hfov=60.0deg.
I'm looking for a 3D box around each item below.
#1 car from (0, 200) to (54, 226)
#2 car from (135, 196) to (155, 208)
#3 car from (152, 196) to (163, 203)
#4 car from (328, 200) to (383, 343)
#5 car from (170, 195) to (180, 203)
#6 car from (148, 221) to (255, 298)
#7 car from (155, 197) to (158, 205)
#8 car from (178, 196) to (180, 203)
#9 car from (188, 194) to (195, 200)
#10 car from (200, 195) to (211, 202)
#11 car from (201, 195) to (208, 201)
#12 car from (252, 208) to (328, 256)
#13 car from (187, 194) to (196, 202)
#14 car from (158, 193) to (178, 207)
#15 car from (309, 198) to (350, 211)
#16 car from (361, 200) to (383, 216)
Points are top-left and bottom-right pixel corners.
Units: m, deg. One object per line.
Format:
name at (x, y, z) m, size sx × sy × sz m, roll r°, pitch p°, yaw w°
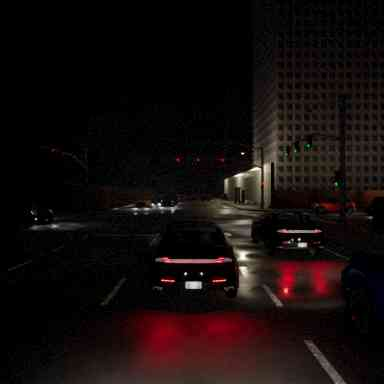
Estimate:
car at (-12.188, 1.393, 23.757) m, size 4.553 × 1.767 × 2.097 m, roll 0°, pitch 0°, yaw 18°
car at (-7.163, 1.478, 49.282) m, size 1.882 × 1.535 × 5.008 m, roll 0°, pitch 0°, yaw 0°
car at (-7.101, 1.601, 68.767) m, size 1.895 × 1.301 × 4.718 m, roll 0°, pitch 0°, yaw 0°
car at (3.595, 1.221, 3.283) m, size 2.150 × 2.045 × 5.566 m, roll 0°, pitch 0°, yaw 0°
car at (-3.604, 1.478, 71.135) m, size 1.882 × 1.535 × 5.008 m, roll 0°, pitch 0°, yaw 0°
car at (0.044, 1.492, 8.510) m, size 2.128 × 1.511 × 4.902 m, roll 0°, pitch 0°, yaw 0°
car at (-7.166, 1.478, 58.604) m, size 1.882 × 1.535 × 5.008 m, roll 0°, pitch 0°, yaw 0°
car at (-3.651, 1.221, 60.987) m, size 2.150 × 2.045 × 5.566 m, roll 0°, pitch 0°, yaw 0°
car at (-0.130, 1.328, 89.033) m, size 1.837 × 1.490 × 4.892 m, roll 0°, pitch 0°, yaw 0°
car at (3.385, 1.524, 78.828) m, size 1.812 × 1.442 × 4.674 m, roll 0°, pitch 0°, yaw 0°
car at (3.370, 1.500, 89.134) m, size 1.837 × 1.490 × 4.892 m, roll 0°, pitch 0°, yaw 0°
car at (3.562, 1.492, 13.128) m, size 2.128 × 1.511 × 4.902 m, roll 0°, pitch 0°, yaw 0°
car at (-0.115, 1.347, 78.781) m, size 2.097 × 1.767 × 4.553 m, roll 0°, pitch 0°, yaw 0°
car at (-3.661, 1.352, 51.398) m, size 2.097 × 1.767 × 4.553 m, roll 0°, pitch 0°, yaw 0°
car at (14.981, 1.407, 35.769) m, size 4.553 × 1.767 × 2.097 m, roll 0°, pitch 0°, yaw 0°
car at (19.366, 1.533, 32.284) m, size 5.008 × 1.535 × 1.882 m, roll 0°, pitch 0°, yaw 0°
